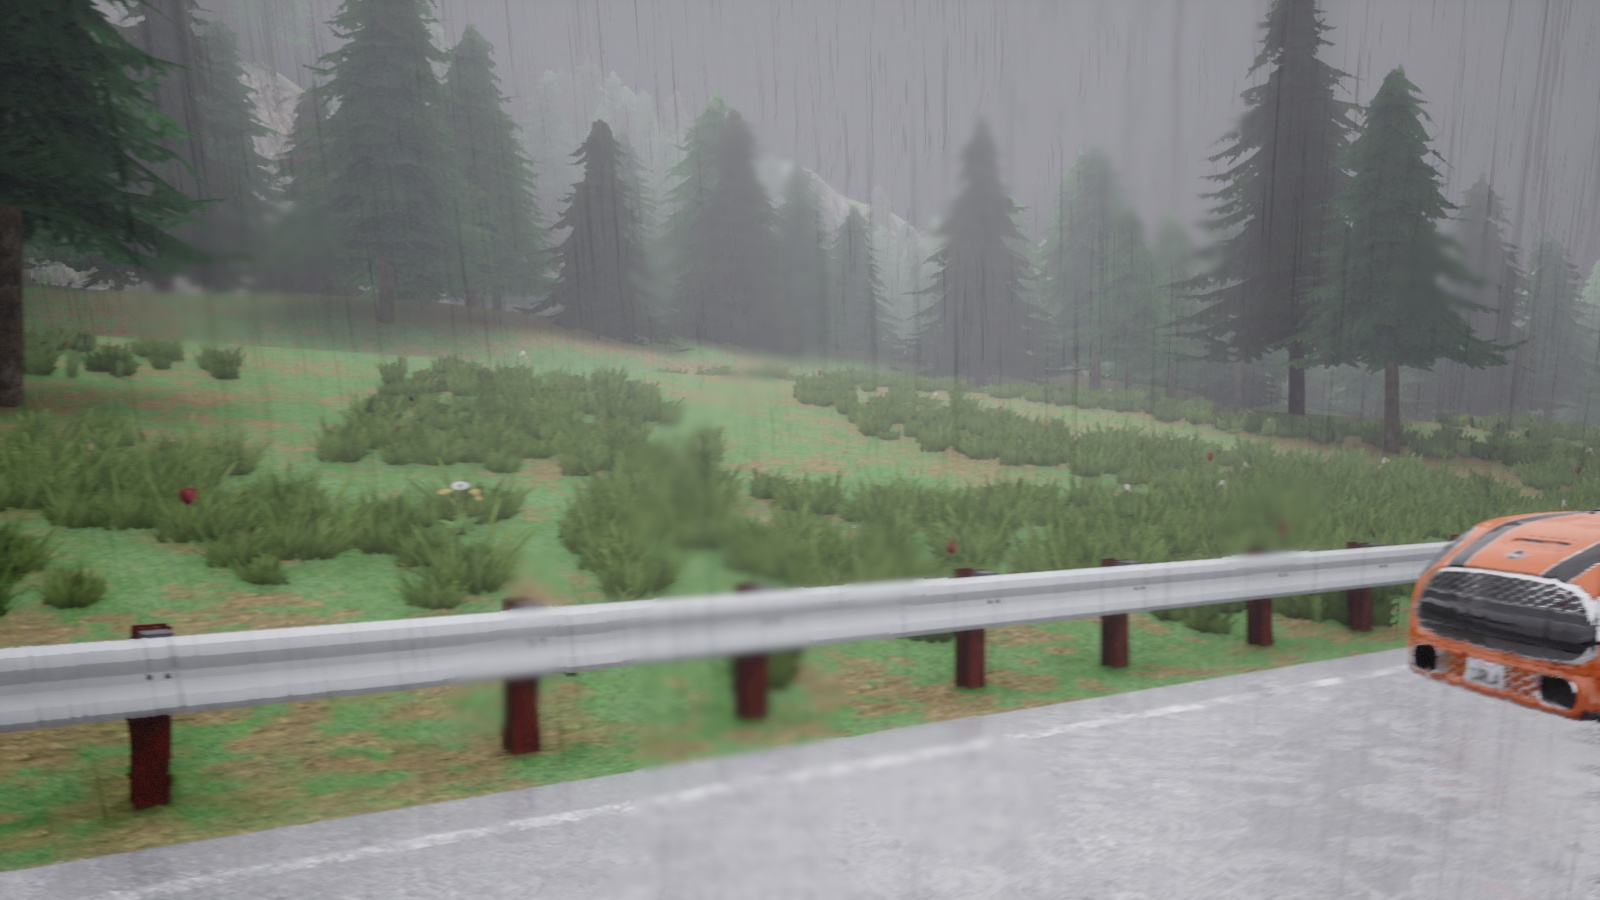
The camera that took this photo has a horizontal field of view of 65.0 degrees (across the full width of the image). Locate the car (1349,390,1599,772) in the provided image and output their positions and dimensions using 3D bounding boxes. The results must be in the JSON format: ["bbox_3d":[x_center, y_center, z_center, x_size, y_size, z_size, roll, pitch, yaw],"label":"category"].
[{"bbox_3d":[5.808,0.604,7.084,4.553,1.767,2.097,0,0,-9],"label":"car"}]
